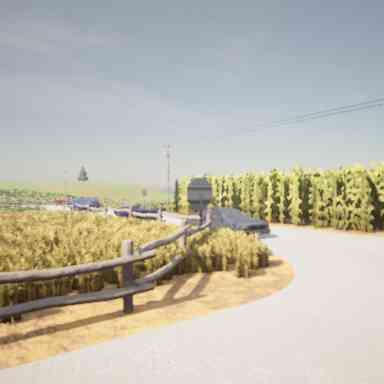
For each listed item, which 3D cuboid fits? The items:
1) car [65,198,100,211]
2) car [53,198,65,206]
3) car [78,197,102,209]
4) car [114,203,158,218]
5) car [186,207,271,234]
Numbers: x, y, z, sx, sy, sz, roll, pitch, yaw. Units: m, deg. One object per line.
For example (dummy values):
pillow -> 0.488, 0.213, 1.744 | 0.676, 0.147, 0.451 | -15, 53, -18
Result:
car -> -12.589, 1.463, 38.022 | 1.882, 1.535, 5.008 | 0, 0, -35
car -> -20.352, 1.582, 53.729 | 4.718, 1.301, 1.895 | 0, 0, 33
car -> -14.093, 1.506, 45.915 | 1.812, 1.442, 4.674 | 0, 0, -35
car -> -4.450, 1.586, 26.485 | 1.895, 1.301, 4.718 | 0, 0, -35
car -> 1.688, 1.533, 17.686 | 2.033, 1.411, 5.357 | 0, 0, -33
